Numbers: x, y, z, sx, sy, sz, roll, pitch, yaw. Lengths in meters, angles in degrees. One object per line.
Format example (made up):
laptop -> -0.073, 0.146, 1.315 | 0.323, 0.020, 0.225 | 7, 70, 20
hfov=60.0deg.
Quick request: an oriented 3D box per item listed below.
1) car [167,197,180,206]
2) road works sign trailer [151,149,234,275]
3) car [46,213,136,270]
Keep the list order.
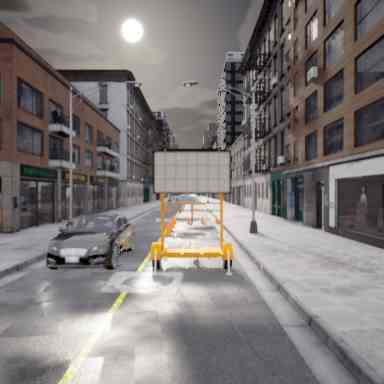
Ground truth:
car -> -3.057, 1.501, 54.750 | 2.128, 1.511, 4.902 | 0, 0, 0
road works sign trailer -> 0.004, 0.457, 10.392 | 2.380, 3.560, 2.880 | 0, 0, 0
car -> -3.096, 1.484, 11.051 | 2.128, 1.511, 4.902 | 0, 0, 0
